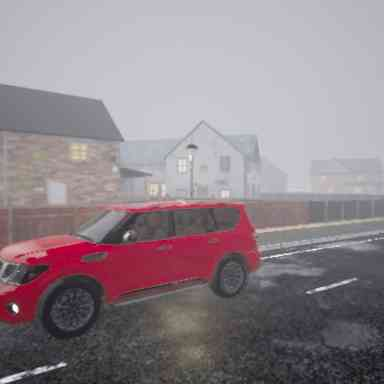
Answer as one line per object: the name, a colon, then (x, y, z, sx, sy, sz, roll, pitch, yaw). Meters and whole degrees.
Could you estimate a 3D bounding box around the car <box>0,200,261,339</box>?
car: (-1.003, 1.220, 6.962, 5.566, 2.045, 2.150, 0, 0, -36)
